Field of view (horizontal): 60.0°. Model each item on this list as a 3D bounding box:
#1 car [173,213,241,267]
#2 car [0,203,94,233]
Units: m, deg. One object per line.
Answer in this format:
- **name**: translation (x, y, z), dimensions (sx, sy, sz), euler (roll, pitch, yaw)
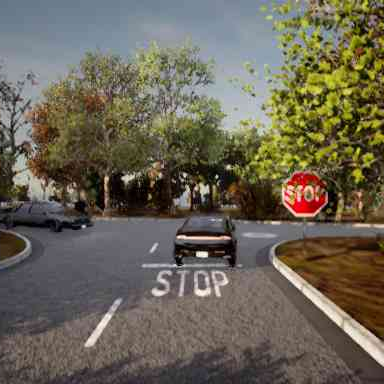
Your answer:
- **car**: translation (0.615, 1.453, 11.358), dimensions (2.128, 1.511, 4.902), euler (0, 0, 8)
- **car**: translation (-7.850, 1.269, 17.571), dimensions (5.357, 1.411, 2.033), euler (1, -1, 21)
